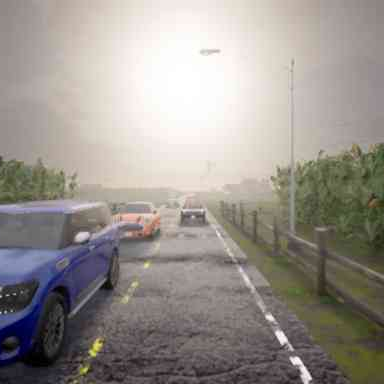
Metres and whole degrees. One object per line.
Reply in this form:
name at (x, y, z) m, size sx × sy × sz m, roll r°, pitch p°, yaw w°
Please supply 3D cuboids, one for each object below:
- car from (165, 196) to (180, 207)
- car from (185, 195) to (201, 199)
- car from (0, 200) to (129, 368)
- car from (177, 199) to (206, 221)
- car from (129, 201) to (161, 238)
car at (-2.832, 1.362, 48.238) m, size 2.128 × 1.511 × 4.902 m, roll 0°, pitch 0°, yaw 0°
car at (0.092, 1.230, 44.351) m, size 2.097 × 1.767 × 4.553 m, roll 0°, pitch 0°, yaw 0°
car at (-2.845, 1.202, 6.122) m, size 2.150 × 2.045 × 5.566 m, roll 0°, pitch 0°, yaw 0°
car at (0.084, 1.519, 26.318) m, size 1.895 × 1.301 × 4.718 m, roll 0°, pitch 0°, yaw 0°
car at (-2.803, 1.295, 17.061) m, size 2.097 × 1.767 × 4.553 m, roll 0°, pitch 0°, yaw 1°
